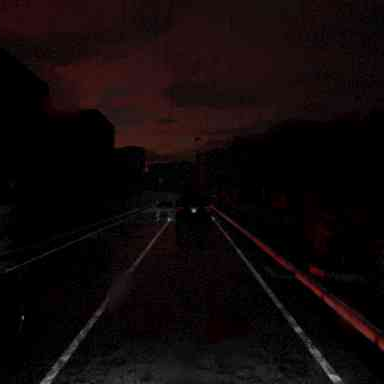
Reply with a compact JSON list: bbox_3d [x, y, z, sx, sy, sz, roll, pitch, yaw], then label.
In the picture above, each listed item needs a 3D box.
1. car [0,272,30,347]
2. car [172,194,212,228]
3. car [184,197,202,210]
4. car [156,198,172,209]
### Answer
[{"bbox_3d":[-3.521,1.549,3.502,1.994,1.385,4.181,0,0,0],"label":"car"},{"bbox_3d":[0.106,1.155,21.630,2.150,2.045,5.566,0,0,0],"label":"car"},{"bbox_3d":[0.091,1.367,41.183,2.128,1.511,4.902,0,0,0],"label":"car"},{"bbox_3d":[-3.603,1.459,44.032,1.895,1.301,4.718,0,0,0],"label":"car"}]
